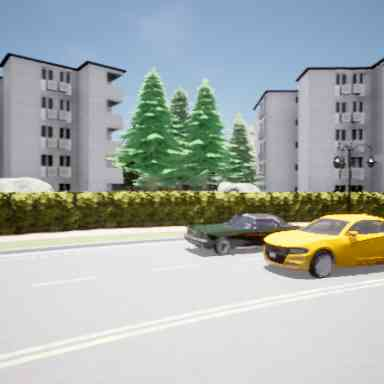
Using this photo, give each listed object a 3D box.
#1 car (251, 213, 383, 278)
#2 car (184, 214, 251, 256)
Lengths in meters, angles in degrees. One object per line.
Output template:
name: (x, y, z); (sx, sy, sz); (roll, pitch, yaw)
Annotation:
car: (4.495, 1.419, 9.827); (5.008, 1.535, 1.882); (0, 0, -21)
car: (2.121, 1.511, 12.646); (4.718, 1.301, 1.895); (0, 0, -23)
